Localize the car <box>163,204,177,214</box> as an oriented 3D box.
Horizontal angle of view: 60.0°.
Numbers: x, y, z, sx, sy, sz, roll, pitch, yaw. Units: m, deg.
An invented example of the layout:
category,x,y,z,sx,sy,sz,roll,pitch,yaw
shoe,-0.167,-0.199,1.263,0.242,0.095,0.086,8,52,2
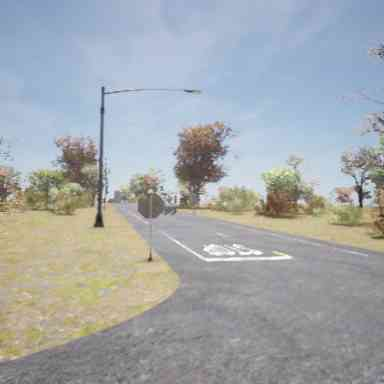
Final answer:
category,x,y,z,sx,sy,sz,roll,pitch,yaw
car,-3.566,2.407,48.574,2.033,1.411,5.357,2,-1,-15
